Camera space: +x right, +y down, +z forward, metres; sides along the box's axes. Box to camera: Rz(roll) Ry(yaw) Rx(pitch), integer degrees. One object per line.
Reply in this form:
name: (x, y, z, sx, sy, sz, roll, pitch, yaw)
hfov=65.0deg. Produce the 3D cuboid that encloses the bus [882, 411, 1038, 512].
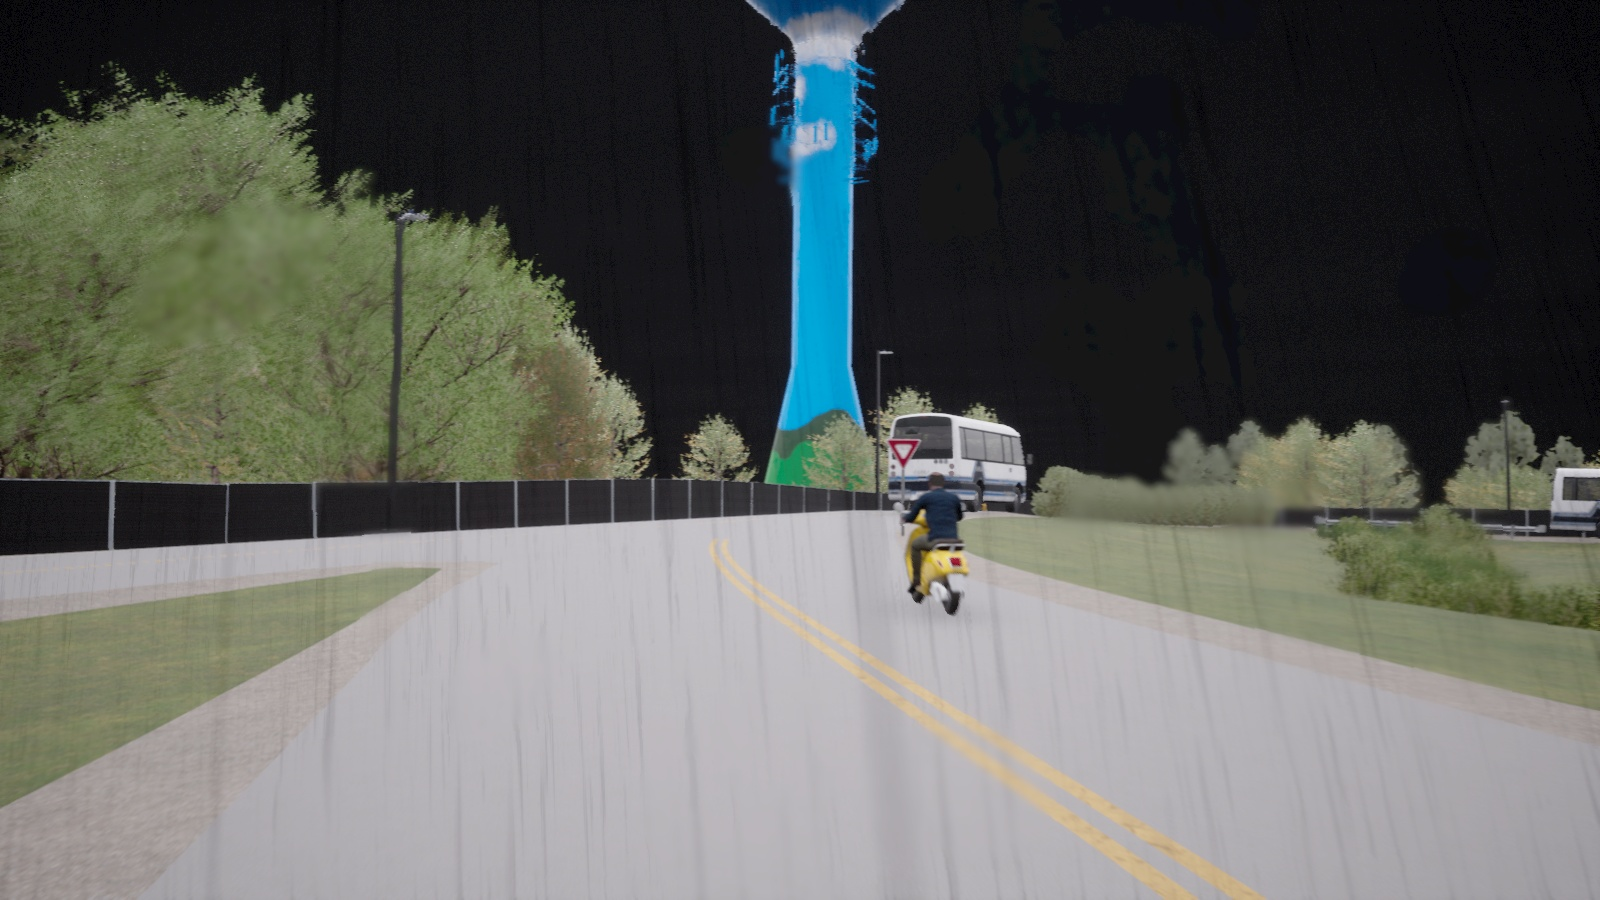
bus: (7.655, 0.724, 58.342, 3.944, 4.253, 10.273, -1, -3, 27)

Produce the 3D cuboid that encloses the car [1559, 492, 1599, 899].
car: (3.588, 0.832, 1.648, 2.163, 1.488, 4.792, 0, -1, -2)

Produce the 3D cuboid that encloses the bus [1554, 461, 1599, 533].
bus: (50.541, 2.903, 74.025, 10.273, 4.253, 3.944, 1, -3, 28)

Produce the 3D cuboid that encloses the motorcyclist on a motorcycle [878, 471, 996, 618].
motorcyclist on a motorcycle: (1.551, 1.038, 14.566, 0.866, 1.590, 1.817, 0, -1, -11)
